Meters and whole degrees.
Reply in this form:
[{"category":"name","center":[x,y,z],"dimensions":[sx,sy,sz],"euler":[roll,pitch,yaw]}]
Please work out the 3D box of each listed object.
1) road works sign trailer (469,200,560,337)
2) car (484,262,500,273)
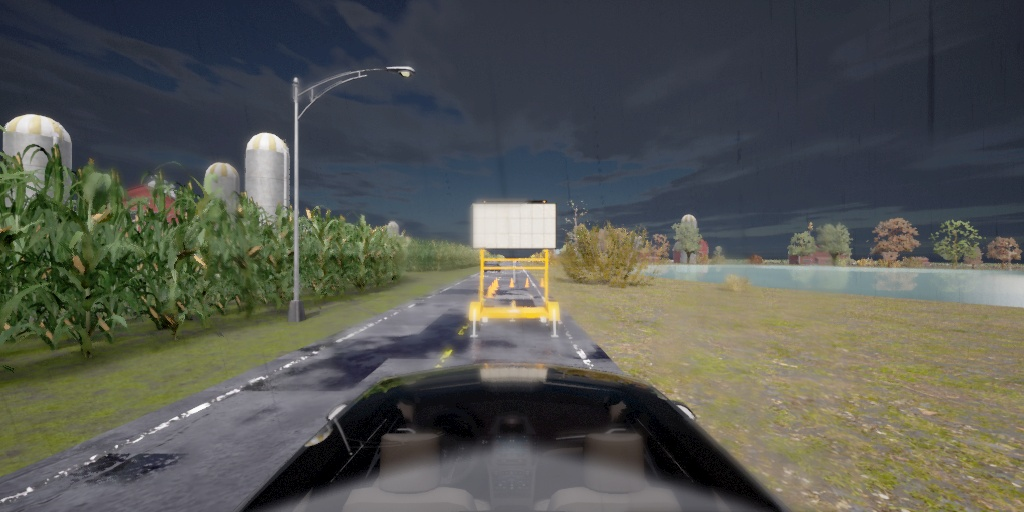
[{"category":"road works sign trailer","center":[0.069,0.217,10.259],"dimensions":[2.380,3.560,2.880],"euler":[0,0,0]},{"category":"car","center":[-2.440,1.360,43.614],"dimensions":[1.994,1.385,4.181],"euler":[0,0,0]}]
